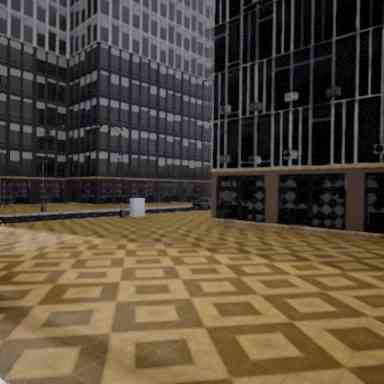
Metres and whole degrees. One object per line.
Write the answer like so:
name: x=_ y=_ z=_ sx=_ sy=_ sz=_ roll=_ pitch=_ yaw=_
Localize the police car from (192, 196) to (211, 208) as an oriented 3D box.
police car: x=2.071 y=1.287 z=43.667 sx=2.038 sy=1.542 sz=4.974 roll=1 pitch=1 yaw=44
